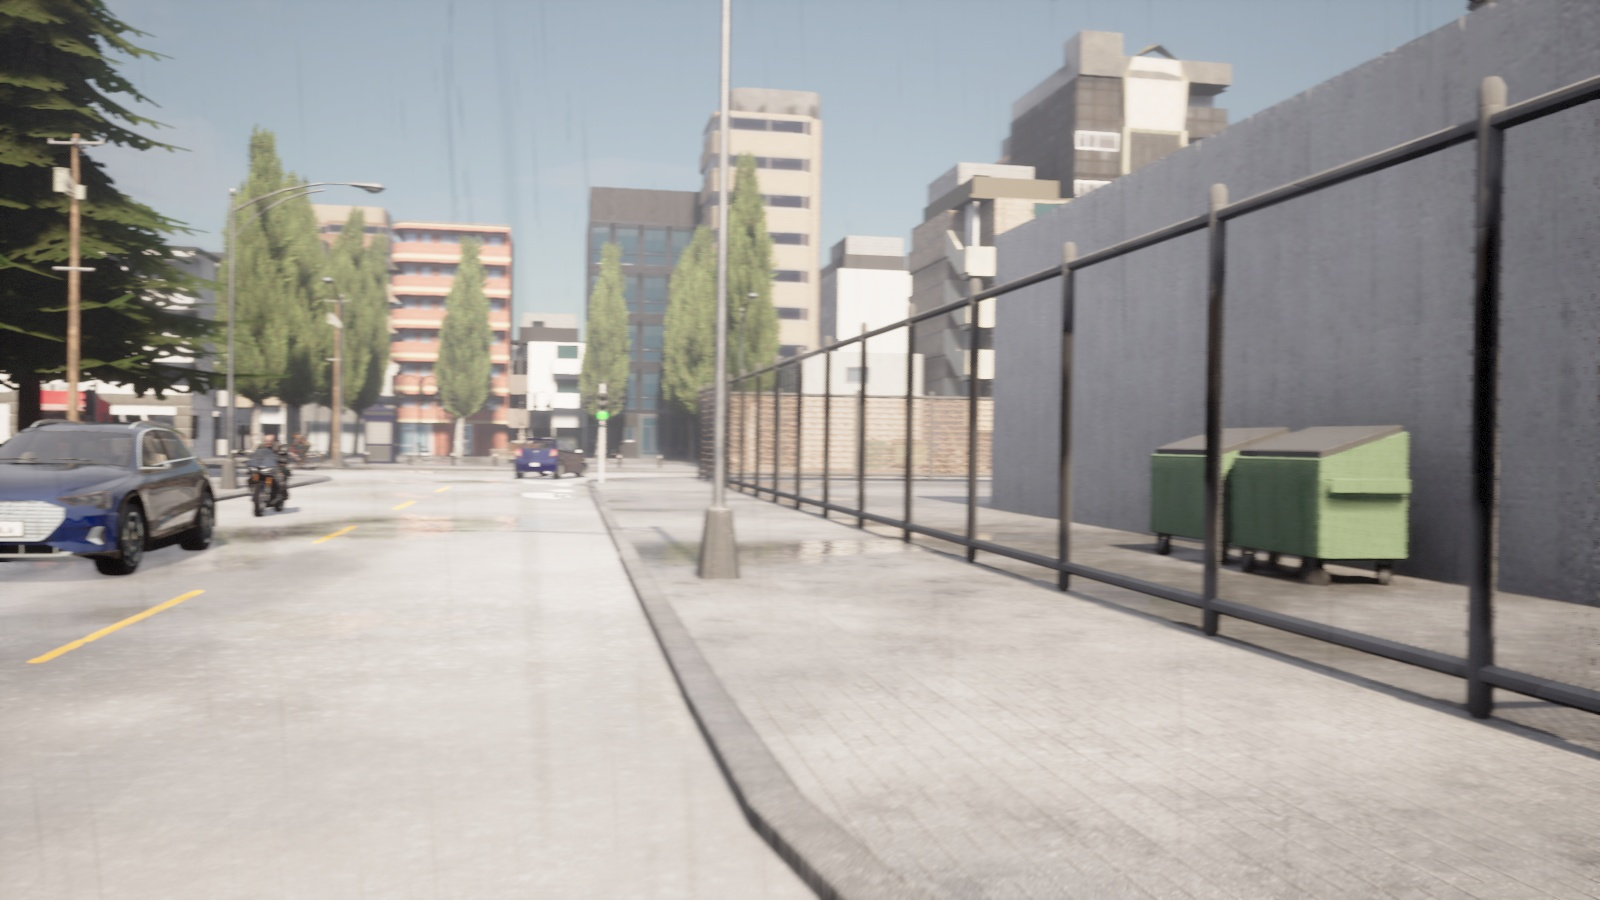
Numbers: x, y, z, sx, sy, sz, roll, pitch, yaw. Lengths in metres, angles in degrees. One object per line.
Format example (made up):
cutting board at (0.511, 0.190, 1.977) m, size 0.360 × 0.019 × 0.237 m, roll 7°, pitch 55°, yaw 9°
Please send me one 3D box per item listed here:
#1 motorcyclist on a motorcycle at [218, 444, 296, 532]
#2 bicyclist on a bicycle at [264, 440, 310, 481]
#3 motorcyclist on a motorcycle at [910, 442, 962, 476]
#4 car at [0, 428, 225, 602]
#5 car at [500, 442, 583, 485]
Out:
motorcyclist on a motorcycle at (-9.947, 0.655, 23.095) m, size 0.866 × 1.530 × 2.191 m, roll 0°, pitch 0°, yaw -11°
bicyclist on a bicycle at (-20.913, 0.427, 51.207) m, size 1.656 × 1.620 × 0.582 m, roll -1°, pitch 1°, yaw -7°
motorcyclist on a motorcycle at (6.127, 0.389, 56.684) m, size 2.191 × 1.530 × 0.866 m, roll 0°, pitch 0°, yaw -11°
car at (-8.223, 0.601, 14.256) m, size 2.033 × 1.649 × 4.856 m, roll 0°, pitch 0°, yaw -12°
car at (-9.513, 0.482, 46.447) m, size 1.845 × 1.501 × 3.633 m, roll -1°, pitch 0°, yaw 9°
